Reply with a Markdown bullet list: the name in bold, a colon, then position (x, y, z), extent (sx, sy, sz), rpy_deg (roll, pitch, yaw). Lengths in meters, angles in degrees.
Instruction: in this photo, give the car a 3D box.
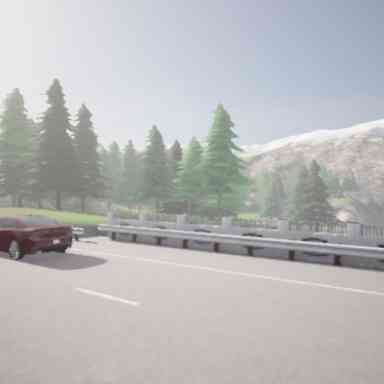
- **car**: position (-6.782, 1.624, 13.123), extent (5.008, 1.535, 1.882), rpy_deg (-1, 0, 35)
